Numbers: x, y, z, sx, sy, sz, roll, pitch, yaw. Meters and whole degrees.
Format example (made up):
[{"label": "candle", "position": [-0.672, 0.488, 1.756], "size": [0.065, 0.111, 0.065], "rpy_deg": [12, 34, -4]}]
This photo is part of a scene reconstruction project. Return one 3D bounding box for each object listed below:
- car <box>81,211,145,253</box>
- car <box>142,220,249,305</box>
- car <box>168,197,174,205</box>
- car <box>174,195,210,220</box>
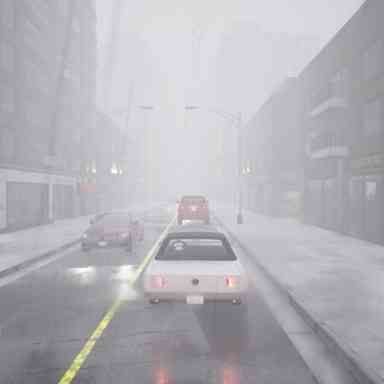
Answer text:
[{"label": "car", "position": [-3.091, 1.526, 13.784], "size": [1.812, 1.442, 4.674], "rpy_deg": [0, 0, 0]}, {"label": "car", "position": [0.093, 1.601, 8.037], "size": [1.895, 1.301, 4.718], "rpy_deg": [0, 0, 1]}, {"label": "car", "position": [-3.024, 1.426, 55.451], "size": [1.895, 1.301, 4.718], "rpy_deg": [0, 0, 0]}, {"label": "car", "position": [0.092, 1.224, 24.172], "size": [2.150, 2.045, 5.566], "rpy_deg": [0, 0, 0]}]
